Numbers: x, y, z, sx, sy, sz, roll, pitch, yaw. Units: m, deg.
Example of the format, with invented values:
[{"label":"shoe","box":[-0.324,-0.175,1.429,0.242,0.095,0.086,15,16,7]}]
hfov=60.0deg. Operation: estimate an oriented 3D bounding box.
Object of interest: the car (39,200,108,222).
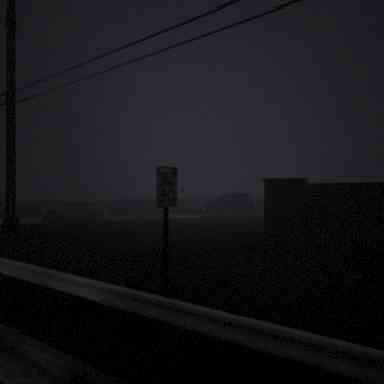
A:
[{"label":"car","box":[-9.023,1.394,25.522,5.008,1.535,1.882,0,0,-23]}]

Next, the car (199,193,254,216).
[{"label":"car","box":[3.430,1.159,32.020,5.566,2.045,2.150,0,0,-30]}]
